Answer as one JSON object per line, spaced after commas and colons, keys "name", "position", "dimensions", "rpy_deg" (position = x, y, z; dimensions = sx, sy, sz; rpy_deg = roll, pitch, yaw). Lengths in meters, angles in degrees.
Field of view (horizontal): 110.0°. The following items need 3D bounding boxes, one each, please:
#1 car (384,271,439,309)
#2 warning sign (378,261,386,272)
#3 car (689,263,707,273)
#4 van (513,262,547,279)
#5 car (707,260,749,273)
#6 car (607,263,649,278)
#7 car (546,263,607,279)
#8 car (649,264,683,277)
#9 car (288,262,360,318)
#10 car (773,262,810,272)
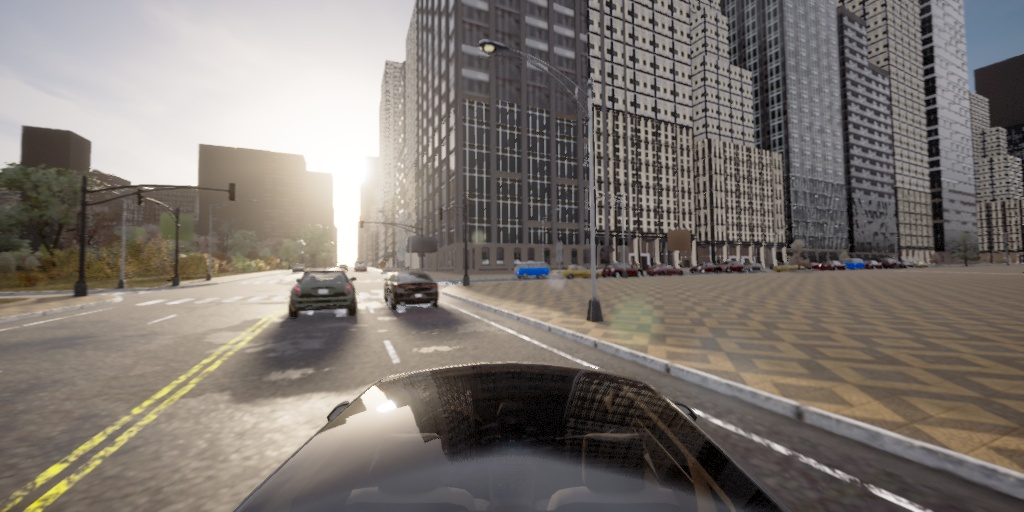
{"name": "car", "position": [-4.632, 1.402, 16.158], "dimensions": [1.882, 1.535, 5.008], "rpy_deg": [0, -1, -24]}
{"name": "warning sign", "position": [-21.812, 1.715, 60.341], "dimensions": [1.300, 1.860, 1.060], "rpy_deg": [0, 0, -25]}
{"name": "car", "position": [27.433, 1.692, 51.479], "dimensions": [4.097, 1.591, 1.967], "rpy_deg": [0, 0, -25]}
{"name": "van", "position": [2.159, 1.581, 39.500], "dimensions": [3.998, 1.789, 1.690], "rpy_deg": [0, 0, -25]}
{"name": "car", "position": [30.007, 1.497, 49.760], "dimensions": [4.553, 1.767, 2.097], "rpy_deg": [0, -2, -25]}
{"name": "car", "position": [10.742, 1.361, 34.693], "dimensions": [4.097, 1.591, 1.967], "rpy_deg": [0, 0, -25]}
{"name": "car", "position": [5.849, 1.446, 32.375], "dimensions": [4.829, 1.417, 1.751], "rpy_deg": [0, 0, -25]}
{"name": "car", "position": [15.789, 1.505, 37.085], "dimensions": [4.207, 1.307, 1.802], "rpy_deg": [0, 0, -25]}
{"name": "car", "position": [-7.269, 1.250, 14.087], "dimensions": [2.097, 1.767, 4.553], "rpy_deg": [0, -1, -24]}
{"name": "car", "position": [36.132, 1.461, 46.714], "dimensions": [4.829, 1.417, 1.751], "rpy_deg": [0, 0, -25]}
